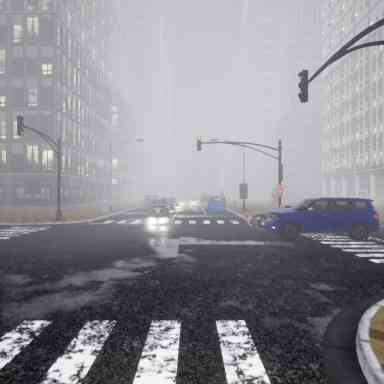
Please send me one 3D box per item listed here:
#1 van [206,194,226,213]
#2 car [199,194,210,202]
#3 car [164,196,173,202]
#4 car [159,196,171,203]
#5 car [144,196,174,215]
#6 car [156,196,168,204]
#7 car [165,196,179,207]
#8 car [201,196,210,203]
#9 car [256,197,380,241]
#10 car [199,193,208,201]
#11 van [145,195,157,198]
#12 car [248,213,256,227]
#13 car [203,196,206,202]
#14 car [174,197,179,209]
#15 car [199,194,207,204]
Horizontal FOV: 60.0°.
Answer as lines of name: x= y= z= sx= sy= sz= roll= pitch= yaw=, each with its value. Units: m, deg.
van: x=2.722 y=1.341 z=35.886 sx=1.690 sy=1.788 sz=3.998 roll=0 pitch=0 yaw=0
car: x=2.796 y=1.312 z=74.657 sx=2.192 sy=1.841 sz=5.009 roll=0 pitch=0 yaw=0
car: x=-5.558 y=1.578 z=80.236 sx=1.802 sy=1.307 sz=4.206 roll=0 pitch=0 yaw=0
car: x=-5.612 y=1.548 z=69.157 sx=2.008 sy=1.369 sz=4.403 roll=0 pitch=0 yaw=0
car: x=-3.204 y=1.491 z=33.268 sx=2.128 sy=1.511 sz=4.902 roll=0 pitch=0 yaw=-1
car: x=-5.639 y=1.564 z=63.618 sx=1.947 sy=1.339 sz=4.313 roll=0 pitch=0 yaw=0
car: x=-3.089 y=1.477 z=53.193 sx=1.882 sy=1.535 sz=5.008 roll=0 pitch=0 yaw=1
car: x=2.768 y=1.542 z=69.117 sx=1.887 sy=1.381 sz=4.507 roll=0 pitch=0 yaw=0
car: x=6.340 y=1.278 z=16.648 sx=5.566 sy=2.045 sz=2.150 roll=1 pitch=0 yaw=-1
car: x=2.850 y=1.309 z=85.736 sx=2.192 sy=1.841 sz=5.009 roll=0 pitch=0 yaw=0
van: x=-5.718 y=1.341 z=47.001 sx=1.690 sy=1.788 sz=3.998 roll=0 pitch=0 yaw=0
car: x=5.867 y=1.547 z=19.890 sx=4.902 sy=1.511 sz=2.128 roll=1 pitch=0 yaw=-1
car: x=2.658 y=1.544 z=41.424 sx=1.887 sy=1.381 sz=4.507 roll=0 pitch=0 yaw=0
car: x=-3.148 y=1.547 z=43.054 sx=2.033 sy=1.411 sz=5.357 roll=0 pitch=0 yaw=0
car: x=2.742 y=1.313 z=63.578 sx=2.192 sy=1.841 sz=5.009 roll=0 pitch=0 yaw=0
